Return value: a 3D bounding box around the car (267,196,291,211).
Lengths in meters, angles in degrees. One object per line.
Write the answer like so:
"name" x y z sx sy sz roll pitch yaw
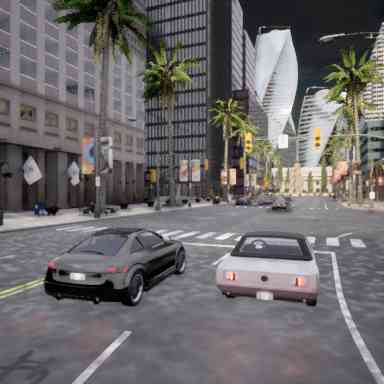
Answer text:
"car" 11.109 1.546 41.266 2.033 1.411 5.357 0 0 22

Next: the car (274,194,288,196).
"car" 17.604 1.537 67.534 2.033 1.411 5.357 0 0 22

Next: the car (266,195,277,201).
"car" 19.842 1.549 82.672 1.994 1.385 4.181 0 0 22

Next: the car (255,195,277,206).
"car" 11.896 1.562 53.302 1.994 1.385 4.181 0 0 22

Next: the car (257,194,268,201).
"car" 19.033 1.351 89.184 2.185 1.767 4.553 0 0 21

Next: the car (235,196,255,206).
"car" 8.478 1.545 54.177 2.033 1.411 5.357 0 0 22

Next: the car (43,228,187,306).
"car" -1.576 1.564 8.195 1.994 1.385 4.181 0 0 17

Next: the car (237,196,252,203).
"car" 10.916 1.510 68.810 2.161 1.482 4.786 0 0 21

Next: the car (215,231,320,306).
"car" 2.033 1.601 8.148 1.895 1.301 4.718 0 0 19
